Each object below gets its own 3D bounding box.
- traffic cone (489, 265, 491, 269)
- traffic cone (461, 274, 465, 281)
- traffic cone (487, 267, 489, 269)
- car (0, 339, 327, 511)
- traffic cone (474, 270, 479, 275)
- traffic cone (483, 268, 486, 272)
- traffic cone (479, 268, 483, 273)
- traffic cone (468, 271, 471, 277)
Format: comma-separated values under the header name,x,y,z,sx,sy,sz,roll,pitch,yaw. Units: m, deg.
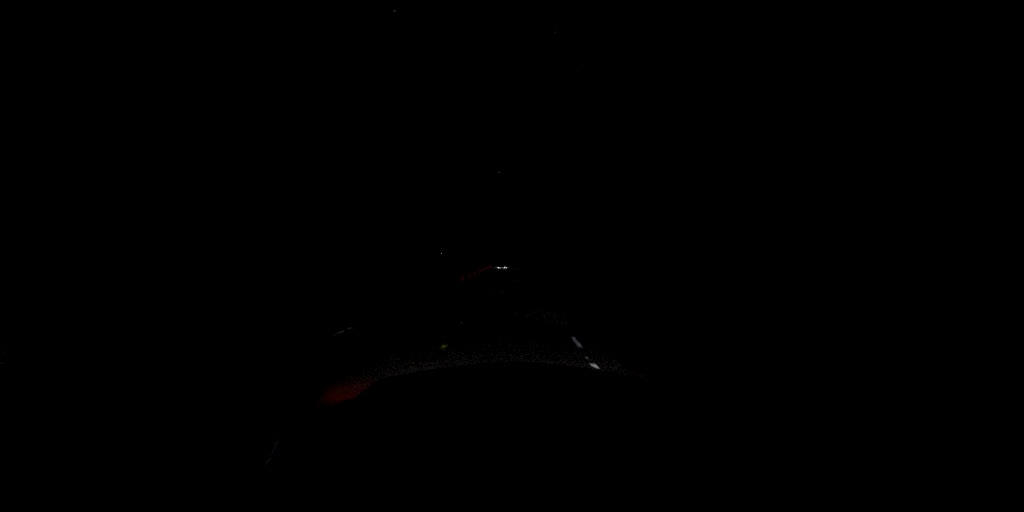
name,x,y,z,sx,sy,sz,roll,pitch,yaw
traffic cone,-4.193,1.967,60.560,0.340,0.580,0.340,0,0,0
traffic cone,-4.197,1.791,30.560,0.340,0.580,0.340,0,0,0
traffic cone,-4.194,1.938,55.560,0.340,0.580,0.340,0,0,0
car,-3.099,1.297,1.862,2.033,1.411,5.357,0,0,0
traffic cone,-4.195,1.849,40.560,0.340,0.580,0.340,0,0,0
traffic cone,-4.195,1.908,50.560,0.340,0.580,0.340,0,0,0
traffic cone,-4.195,1.879,45.560,0.340,0.580,0.340,0,0,0
traffic cone,-4.196,1.820,35.560,0.340,0.580,0.340,0,0,0
